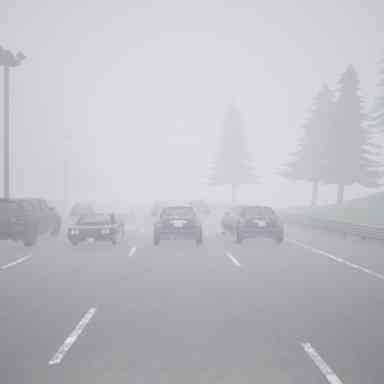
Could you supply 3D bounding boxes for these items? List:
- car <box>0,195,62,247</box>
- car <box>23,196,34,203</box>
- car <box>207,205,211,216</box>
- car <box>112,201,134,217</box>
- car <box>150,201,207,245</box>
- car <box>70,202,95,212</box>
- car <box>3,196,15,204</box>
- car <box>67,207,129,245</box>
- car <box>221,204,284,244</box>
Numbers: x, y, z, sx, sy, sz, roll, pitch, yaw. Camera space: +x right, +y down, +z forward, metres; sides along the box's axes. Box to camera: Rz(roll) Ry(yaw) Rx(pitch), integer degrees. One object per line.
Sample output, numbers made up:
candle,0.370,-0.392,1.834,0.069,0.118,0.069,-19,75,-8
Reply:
car,-7.727,1.255,15.149,2.150,2.045,5.566,0,0,-5
car,-32.925,1.482,67.050,1.837,1.490,4.892,0,0,-26
car,0.425,1.561,32.407,2.033,1.411,5.357,0,0,-11
car,-6.453,1.530,31.104,1.812,1.442,4.674,0,0,-11
car,-0.752,1.363,15.743,2.097,1.767,4.553,0,0,-5
car,-9.892,1.570,30.452,1.994,1.385,4.181,0,0,-11
car,-36.048,1.488,65.469,1.837,1.490,4.892,0,0,-26
car,-4.243,1.613,15.476,1.895,1.301,4.718,0,0,-5
car,2.732,1.363,16.071,2.097,1.767,4.553,0,0,-5
